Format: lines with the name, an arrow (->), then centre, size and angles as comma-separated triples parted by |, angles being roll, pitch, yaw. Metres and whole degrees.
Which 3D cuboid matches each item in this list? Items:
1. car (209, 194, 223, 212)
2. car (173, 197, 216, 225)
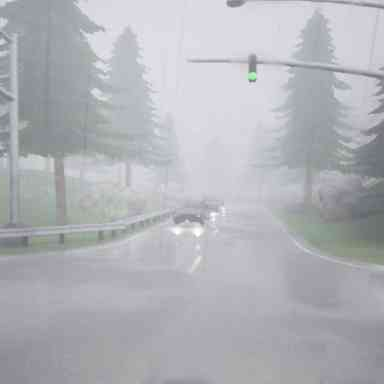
car -> 1.623, 1.162, 31.732 | 1.994, 1.385, 4.181 | 0, 1, 9
car -> 0.129, 1.270, 21.924 | 2.033, 1.411, 5.357 | 0, 1, 9
